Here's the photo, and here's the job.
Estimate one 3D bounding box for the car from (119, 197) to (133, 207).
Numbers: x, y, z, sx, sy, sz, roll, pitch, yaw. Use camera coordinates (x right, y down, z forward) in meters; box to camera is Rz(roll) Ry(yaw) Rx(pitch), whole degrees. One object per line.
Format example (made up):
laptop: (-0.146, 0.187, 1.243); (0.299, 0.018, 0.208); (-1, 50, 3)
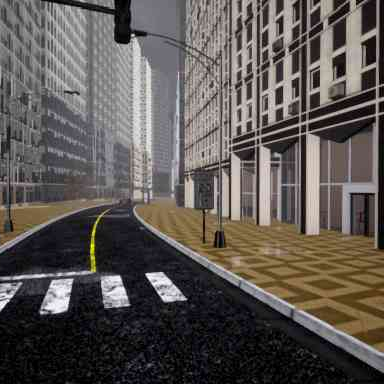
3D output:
car: (-11.020, 1.625, 55.777); (1.882, 1.535, 5.008); (0, 0, -5)
